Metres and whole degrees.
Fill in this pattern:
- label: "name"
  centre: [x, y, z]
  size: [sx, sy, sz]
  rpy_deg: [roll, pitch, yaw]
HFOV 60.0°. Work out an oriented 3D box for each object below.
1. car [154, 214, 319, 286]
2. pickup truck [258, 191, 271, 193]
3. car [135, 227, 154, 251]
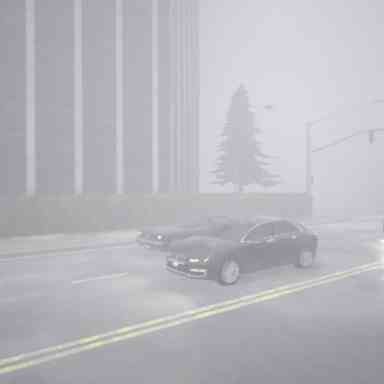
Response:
- label: "car"
  centre: [1.586, 1.468, 9.402]
  size: [4.892, 1.490, 1.837]
  rpy_deg: [0, 0, -35]
- label: "pickup truck"
  centre: [16.304, 0.752, 73.194]
  size: [2.390, 2.098, 6.274]
  rpy_deg: [0, 0, -6]
- label: "car"
  centre: [0.268, 1.559, 12.752]
  size: [4.718, 1.301, 1.895]
  rpy_deg: [0, 0, -35]
